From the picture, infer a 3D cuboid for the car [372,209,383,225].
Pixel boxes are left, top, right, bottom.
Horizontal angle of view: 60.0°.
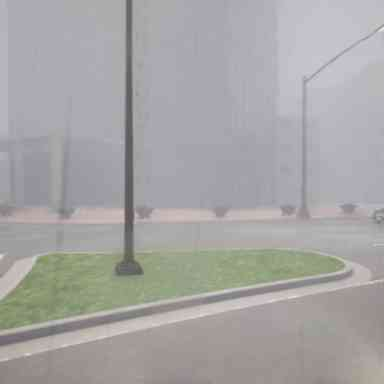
[{"bbox_3d":[13.494,1.312,20.483,4.902,1.511,2.128,0,1,-16],"label":"car"}]
